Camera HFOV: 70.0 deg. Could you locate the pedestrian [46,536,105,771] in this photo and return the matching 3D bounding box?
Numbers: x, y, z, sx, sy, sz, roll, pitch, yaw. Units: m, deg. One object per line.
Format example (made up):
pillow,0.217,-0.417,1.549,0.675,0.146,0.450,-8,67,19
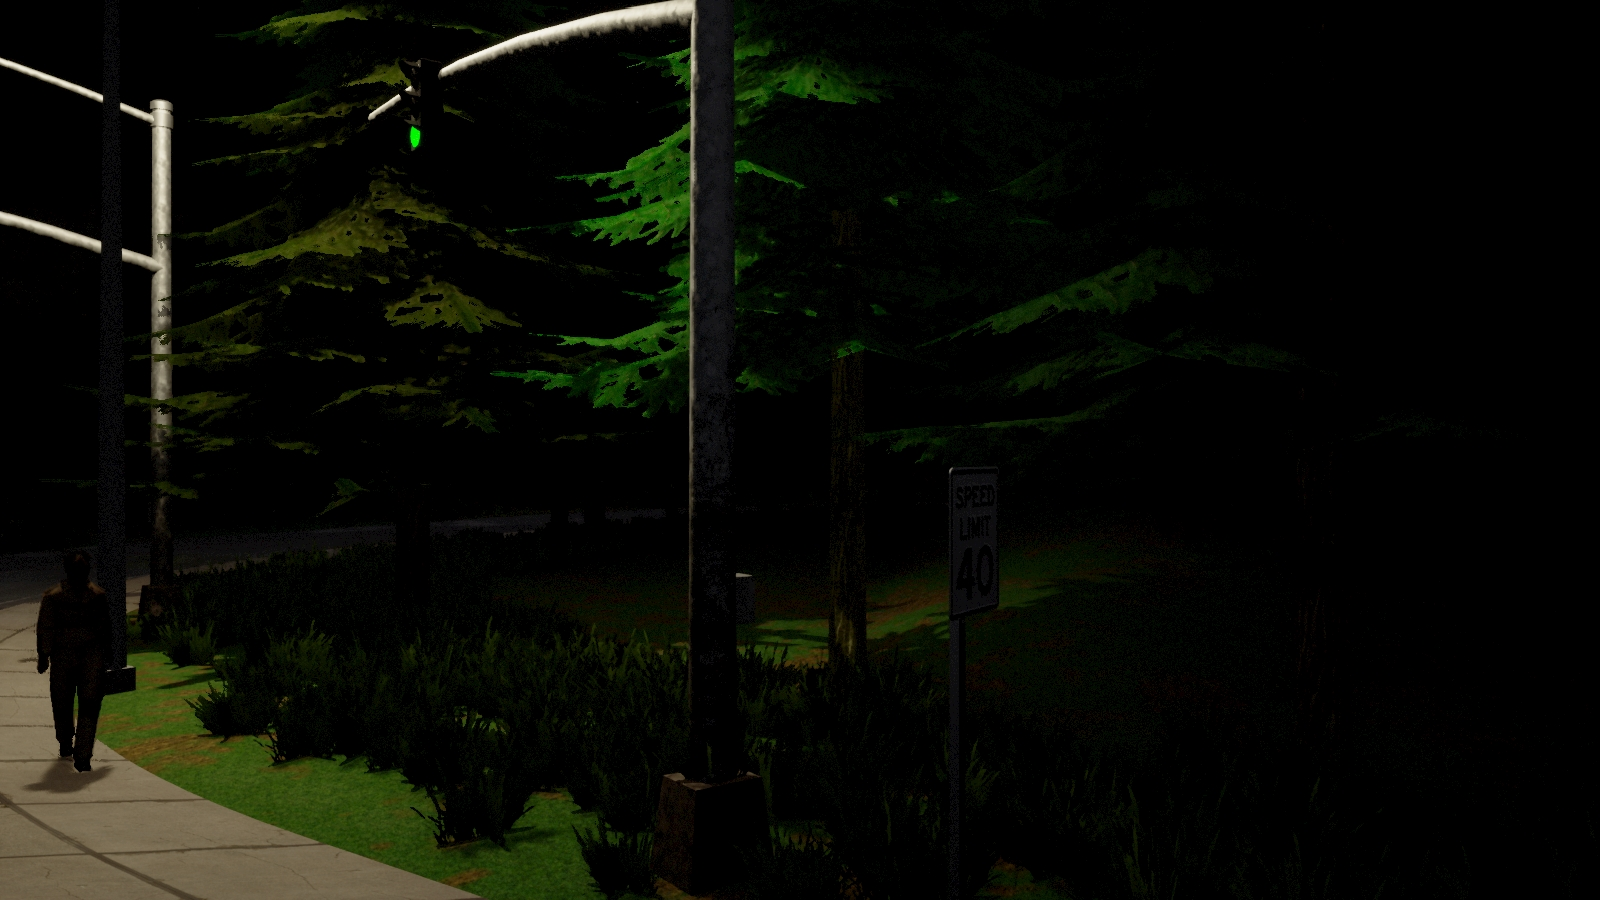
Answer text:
pedestrian,-6.046,1.671,9.528,0.375,1.860,0.375,0,0,-39
